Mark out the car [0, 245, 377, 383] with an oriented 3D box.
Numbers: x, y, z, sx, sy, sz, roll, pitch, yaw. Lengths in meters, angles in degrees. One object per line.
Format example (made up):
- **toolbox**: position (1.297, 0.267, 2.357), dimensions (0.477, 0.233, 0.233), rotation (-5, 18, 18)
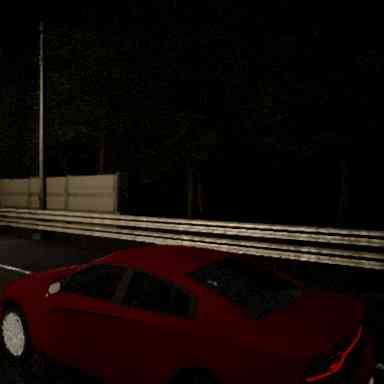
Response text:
- **car**: position (-0.521, 1.435, 4.241), dimensions (5.008, 1.535, 1.882), rotation (0, 0, 36)
